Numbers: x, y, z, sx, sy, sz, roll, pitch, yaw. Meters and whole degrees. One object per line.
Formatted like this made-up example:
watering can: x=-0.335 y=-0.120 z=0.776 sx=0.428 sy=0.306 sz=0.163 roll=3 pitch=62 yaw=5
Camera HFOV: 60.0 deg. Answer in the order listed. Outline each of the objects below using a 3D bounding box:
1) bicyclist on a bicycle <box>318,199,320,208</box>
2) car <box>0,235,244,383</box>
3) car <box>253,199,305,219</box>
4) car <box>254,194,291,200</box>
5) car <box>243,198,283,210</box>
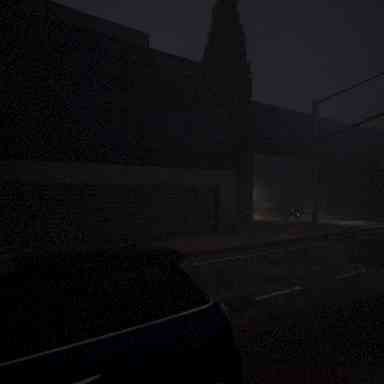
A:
bicyclist on a bicycle: x=16.217 y=1.303 z=43.256 sx=1.656 sy=1.620 sz=0.582 roll=0 pitch=0 yaw=-37
car: x=-1.764 y=1.352 z=2.747 sx=4.553 sy=1.767 sz=2.097 roll=0 pitch=0 yaw=-36
car: x=7.626 y=1.601 z=29.720 sx=1.895 sy=1.301 sz=4.718 roll=0 pitch=0 yaw=-37
car: x=8.689 y=1.221 z=34.151 sx=2.150 sy=2.045 sz=5.566 roll=0 pitch=0 yaw=-36
car: x=9.532 y=1.547 z=45.036 sx=2.033 sy=1.411 sz=5.357 roll=0 pitch=0 yaw=-37
